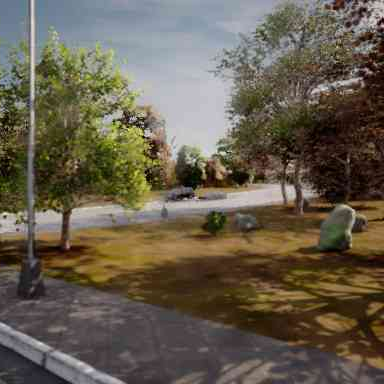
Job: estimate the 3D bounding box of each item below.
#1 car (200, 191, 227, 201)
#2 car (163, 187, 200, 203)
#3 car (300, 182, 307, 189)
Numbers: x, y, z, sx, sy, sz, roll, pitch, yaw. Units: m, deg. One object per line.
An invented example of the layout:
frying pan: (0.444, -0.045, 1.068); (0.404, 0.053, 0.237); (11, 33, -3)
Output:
car: (3.092, 0.551, 49.111); (2.033, 1.411, 5.357); (0, 3, 39)
car: (-1.844, 0.391, 48.568); (2.150, 2.045, 5.566); (0, 3, 39)
car: (26.702, -1.406, 80.319); (1.812, 1.442, 4.674); (0, 3, 13)
